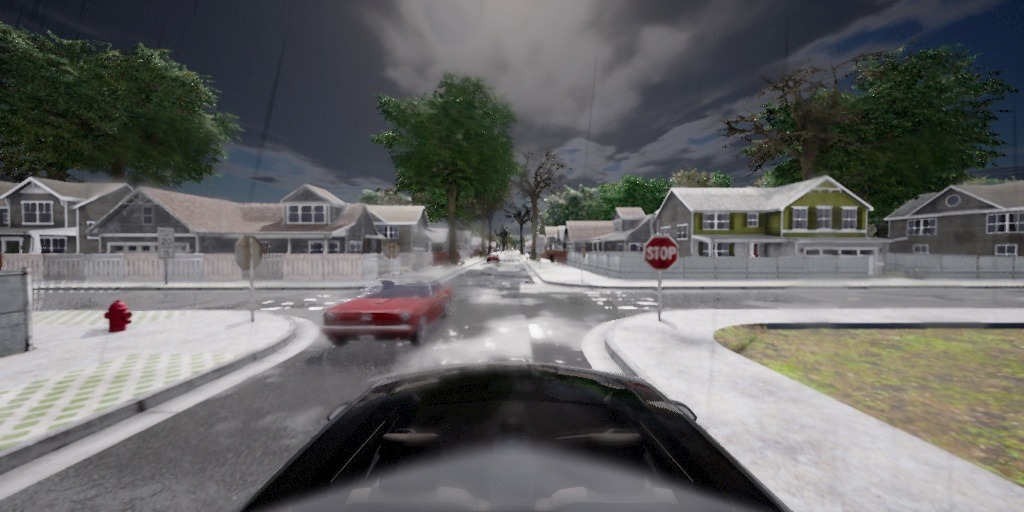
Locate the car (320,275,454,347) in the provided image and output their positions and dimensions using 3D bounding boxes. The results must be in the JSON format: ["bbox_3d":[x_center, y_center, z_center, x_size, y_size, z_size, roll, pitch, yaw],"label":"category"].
[{"bbox_3d":[-2.749,1.197,8.996,1.895,1.301,4.718,0,1,0],"label":"car"}]

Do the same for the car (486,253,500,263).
[{"bbox_3d":[-2.746,0.267,52.013,1.895,1.301,4.718,0,1,0],"label":"car"}]
